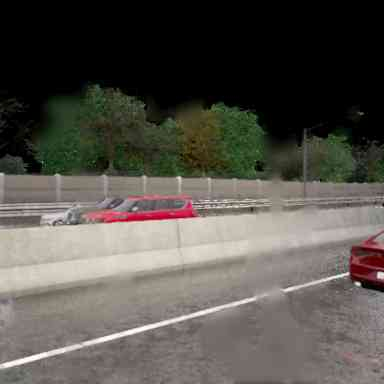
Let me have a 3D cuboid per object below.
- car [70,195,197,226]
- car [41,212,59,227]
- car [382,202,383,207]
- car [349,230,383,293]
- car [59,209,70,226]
[{"bbox_3d":[-2.323,1.198,15.221,5.566,2.045,2.150,0,0,-35],"label":"car"},{"bbox_3d":[-6.818,1.503,20.613,4.674,1.442,1.812,0,0,-35],"label":"car"},{"bbox_3d":[27.391,1.414,44.677,4.181,1.385,1.994,0,0,-35],"label":"car"},{"bbox_3d":[5.689,1.448,7.787,5.008,1.535,1.882,0,0,-35],"label":"car"},{"bbox_3d":[-3.991,1.196,18.329,5.566,2.045,2.150,0,0,-35],"label":"car"}]
